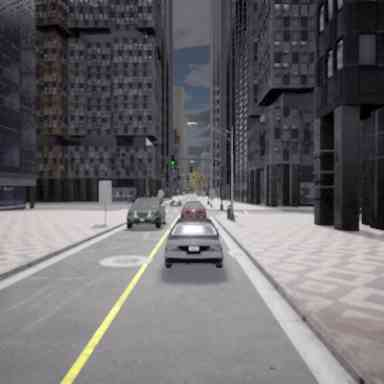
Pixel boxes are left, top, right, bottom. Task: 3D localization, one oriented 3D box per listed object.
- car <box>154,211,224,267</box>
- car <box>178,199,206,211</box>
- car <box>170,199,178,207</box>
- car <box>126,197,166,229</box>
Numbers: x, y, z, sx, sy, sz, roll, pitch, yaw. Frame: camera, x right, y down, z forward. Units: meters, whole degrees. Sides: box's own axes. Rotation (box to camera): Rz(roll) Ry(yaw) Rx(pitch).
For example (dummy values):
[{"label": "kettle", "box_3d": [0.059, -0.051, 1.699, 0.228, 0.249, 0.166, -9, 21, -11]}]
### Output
[{"label": "car", "box_3d": [0.075, 1.614, 11.626, 2.033, 1.411, 5.357, 0, 0, 1]}, {"label": "car", "box_3d": [0.147, 1.539, 28.530, 2.097, 1.767, 4.553, 0, 0, 1]}, {"label": "car", "box_3d": [-2.887, 1.968, 60.867, 2.128, 1.511, 4.902, 0, 0, 1]}, {"label": "car", "box_3d": [-3.005, 1.368, 22.974, 2.150, 2.045, 5.566, 0, -1, 1]}]
